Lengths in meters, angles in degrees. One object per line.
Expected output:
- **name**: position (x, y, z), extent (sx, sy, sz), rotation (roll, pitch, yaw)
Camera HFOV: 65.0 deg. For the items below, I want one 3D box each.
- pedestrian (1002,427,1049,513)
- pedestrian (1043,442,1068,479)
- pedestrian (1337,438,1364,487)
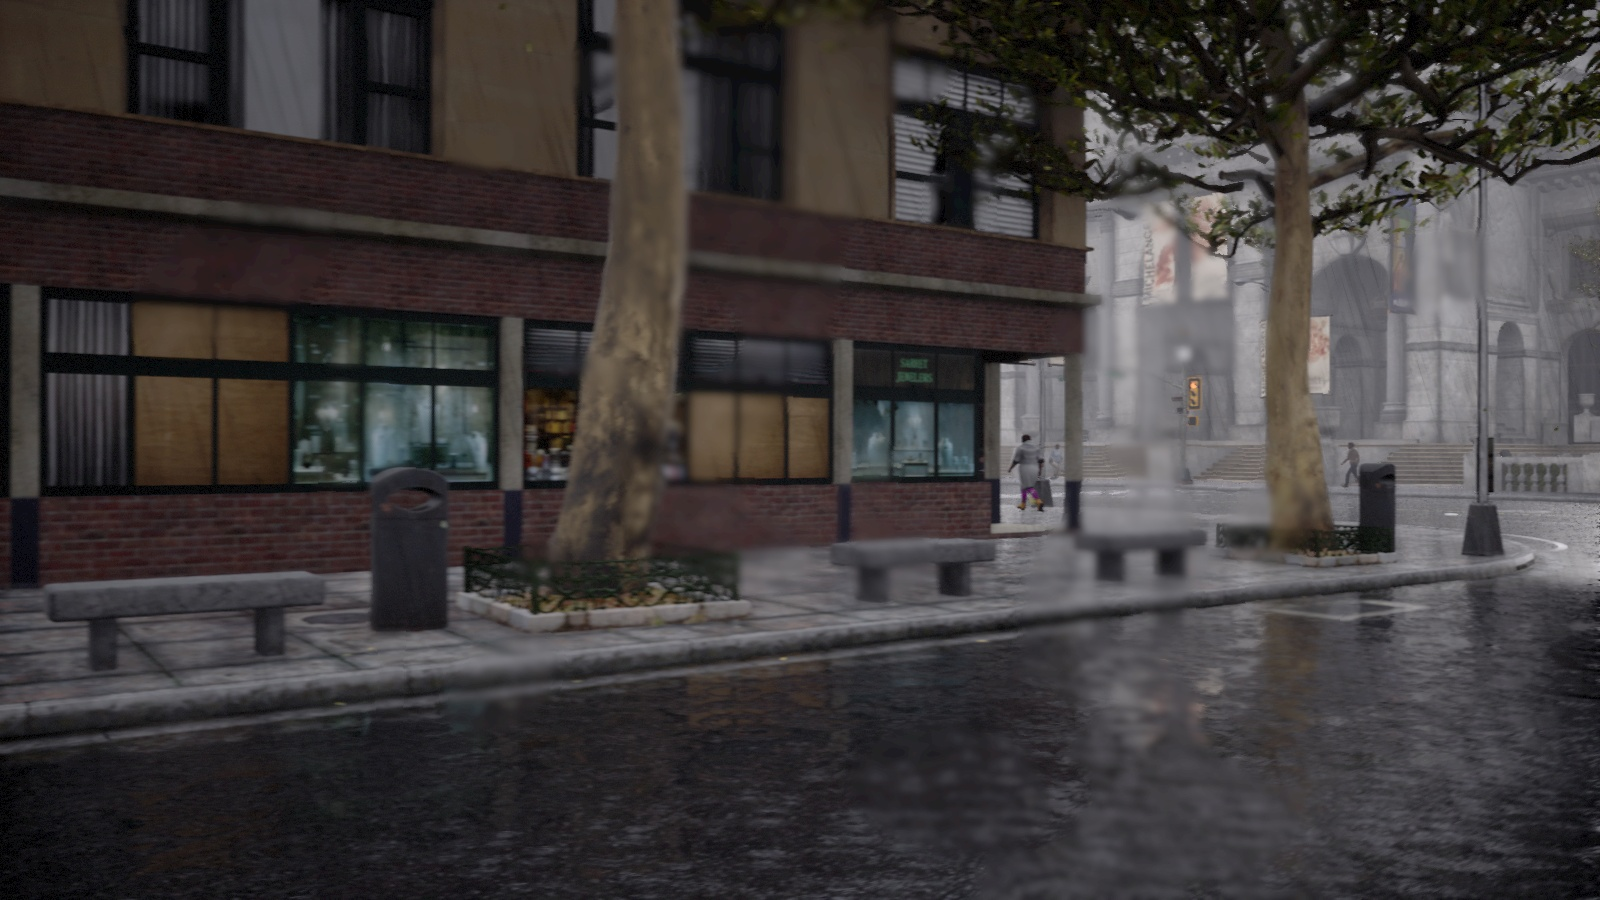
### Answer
- **pedestrian**: position (5.248, 0.462, 29.271), extent (0.659, 1.952, 0.873), rotation (0, 0, -29)
- **pedestrian**: position (12.753, 0.528, 62.694), extent (0.874, 1.855, 0.900), rotation (0, 0, -33)
- **pedestrian**: position (20.714, 0.473, 47.250), extent (0.328, 1.805, 0.869), rotation (0, 0, -44)
